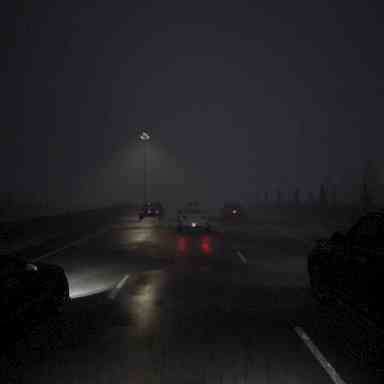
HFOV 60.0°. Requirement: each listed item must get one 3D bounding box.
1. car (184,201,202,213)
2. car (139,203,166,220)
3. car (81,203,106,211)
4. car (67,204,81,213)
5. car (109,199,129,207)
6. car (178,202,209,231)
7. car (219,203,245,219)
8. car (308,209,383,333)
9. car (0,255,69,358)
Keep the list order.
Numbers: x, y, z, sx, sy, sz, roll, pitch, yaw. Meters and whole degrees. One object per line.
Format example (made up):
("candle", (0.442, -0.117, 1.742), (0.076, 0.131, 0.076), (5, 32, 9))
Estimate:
("car", (0.098, 1.915, 41.482), (2.033, 1.411, 5.357), (0, -3, 0))
("car", (-3.402, 1.625, 28.997), (2.033, 1.411, 5.357), (0, 0, 0))
("car", (-14.080, 2.325, 49.143), (2.128, 1.511, 4.902), (0, -4, 0))
("car", (-17.564, 2.523, 51.186), (1.812, 1.442, 4.674), (0, -5, 0))
("car", (-10.583, 2.050, 49.102), (2.150, 2.045, 5.566), (0, -4, 0))
("car", (0.099, 1.581, 20.739), (1.812, 1.442, 4.674), (0, 0, 0))
("car", (3.598, 1.646, 30.130), (1.994, 1.385, 4.181), (0, 0, 0))
("car", (3.599, 1.235, 4.931), (2.150, 2.045, 5.566), (0, 0, 0))
("car", (-3.401, 1.577, 4.876), (1.994, 1.385, 4.181), (0, 0, 0))
